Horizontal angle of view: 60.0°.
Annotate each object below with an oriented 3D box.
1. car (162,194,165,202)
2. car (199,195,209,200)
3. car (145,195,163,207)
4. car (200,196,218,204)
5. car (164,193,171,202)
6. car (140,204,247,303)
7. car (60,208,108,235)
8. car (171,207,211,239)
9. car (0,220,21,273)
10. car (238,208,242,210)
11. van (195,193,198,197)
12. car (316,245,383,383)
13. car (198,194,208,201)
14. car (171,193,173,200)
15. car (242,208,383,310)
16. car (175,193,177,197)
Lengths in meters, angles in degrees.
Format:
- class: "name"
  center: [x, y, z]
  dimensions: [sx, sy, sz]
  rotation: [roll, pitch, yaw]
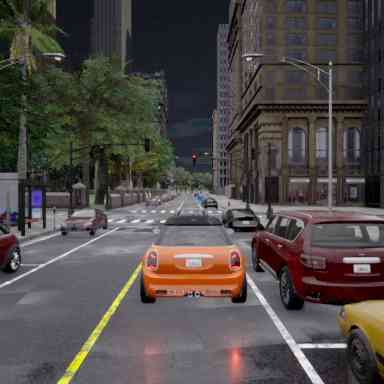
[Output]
- class: "car"
  center: [-6.058, 1.410, 55.839]
  dimensions: [1.967, 1.590, 4.097]
  rotation: [0, 0, 0]
- class: "car"
  center: [2.497, 1.541, 50.445]
  dimensions: [1.947, 1.339, 4.313]
  rotation: [0, 0, 0]
- class: "car"
  center: [-6.029, 1.526, 50.420]
  dimensions: [2.008, 1.369, 4.403]
  rotation: [0, 0, 0]
- class: "car"
  center: [2.525, 1.545, 45.025]
  dimensions: [1.947, 1.339, 4.313]
  rotation: [0, 0, 0]
- class: "car"
  center: [-6.145, 1.392, 72.101]
  dimensions: [1.967, 1.590, 4.097]
  rotation: [0, 0, 0]
- class: "car"
  center: [0.032, 1.351, 8.359]
  dimensions: [2.097, 1.767, 4.553]
  rotation: [0, 0, 0]
- class: "car"
  center: [-5.859, 1.577, 18.561]
  dimensions: [1.802, 1.307, 4.206]
  rotation: [0, 0, 0]
- class: "car"
  center: [-0.032, 1.596, 18.178]
  dimensions: [1.895, 1.301, 4.718]
  rotation: [0, 0, 0]
- class: "car"
  center: [-5.801, 1.439, 7.709]
  dimensions: [1.967, 1.590, 4.097]
  rotation: [0, 0, 0]
- class: "car"
  center: [2.666, 1.561, 18.589]
  dimensions: [1.947, 1.339, 4.313]
  rotation: [0, 0, 0]
- class: "van"
  center: [2.322, 1.278, 82.967]
  dimensions: [1.690, 1.788, 3.998]
  rotation: [0, 0, 0]
- class: "car"
  center: [2.752, 1.525, 2.483]
  dimensions: [1.752, 1.417, 4.829]
  rotation: [0, 0, 0]
- class: "car"
  center: [2.467, 1.496, 56.036]
  dimensions: [1.752, 1.417, 4.829]
  rotation: [0, 0, 0]
- class: "car"
  center: [-6.174, 1.260, 77.521]
  dimensions: [2.192, 1.841, 5.009]
  rotation: [0, 0, 0]
- class: "car"
  center: [2.723, 1.314, 7.738]
  dimensions: [2.192, 1.841, 5.009]
  rotation: [0, 0, 0]
- class: "car"
  center: [-6.261, 1.234, 93.781]
  dimensions: [2.192, 1.841, 5.009]
  rotation: [0, 0, 0]
